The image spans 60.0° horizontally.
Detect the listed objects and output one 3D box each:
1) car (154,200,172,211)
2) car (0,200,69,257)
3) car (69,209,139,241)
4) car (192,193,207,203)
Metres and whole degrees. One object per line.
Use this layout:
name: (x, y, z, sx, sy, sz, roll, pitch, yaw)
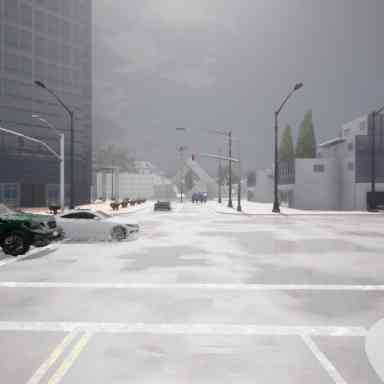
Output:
car: (-3.615, 1.601, 41.563, 1.895, 1.301, 4.718, 0, 0, 0)
car: (-7.976, 1.261, 12.658, 5.566, 2.045, 2.150, -1, 0, -1)
car: (-4.931, 1.554, 16.179, 4.674, 1.442, 1.812, -1, 0, -1)
car: (1.517, 1.221, 69.570, 2.150, 2.045, 5.566, 0, 0, 15)
